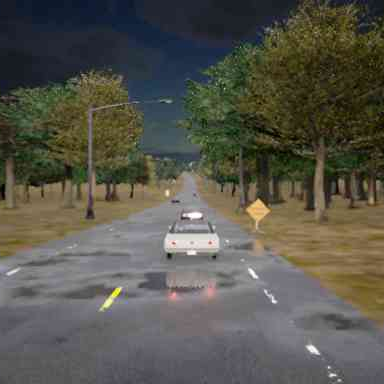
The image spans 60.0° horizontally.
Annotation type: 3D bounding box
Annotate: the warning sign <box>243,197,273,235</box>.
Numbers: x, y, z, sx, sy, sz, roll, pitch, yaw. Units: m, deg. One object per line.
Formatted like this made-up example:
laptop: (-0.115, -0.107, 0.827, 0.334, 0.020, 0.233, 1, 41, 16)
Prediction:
warning sign: (3.605, 1.299, 18.294, 1.300, 1.860, 1.060, 3, 3, 0)

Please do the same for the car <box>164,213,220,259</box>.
car: (0.003, 1.732, 13.193, 1.895, 1.301, 4.718, 0, 0, 0)

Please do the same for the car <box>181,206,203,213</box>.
car: (0.003, 1.853, 28.216, 1.895, 1.301, 4.718, 0, 0, 0)

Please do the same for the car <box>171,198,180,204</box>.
car: (-3.500, 1.943, 70.894, 1.895, 1.301, 4.718, 0, 0, 0)
